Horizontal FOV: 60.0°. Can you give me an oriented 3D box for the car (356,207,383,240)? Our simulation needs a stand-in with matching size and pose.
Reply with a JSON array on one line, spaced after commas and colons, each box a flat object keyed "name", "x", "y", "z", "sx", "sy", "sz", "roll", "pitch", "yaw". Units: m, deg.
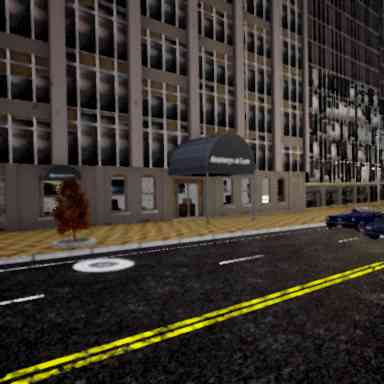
[{"name": "car", "x": 10.258, "y": 1.507, "z": 15.855, "sx": 5.357, "sy": 1.411, "sz": 2.033, "roll": 0, "pitch": 0, "yaw": -38}]

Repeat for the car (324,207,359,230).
[{"name": "car", "x": 9.852, "y": 1.563, "z": 19.659, "sx": 4.718, "sy": 1.301, "sz": 1.895, "roll": 0, "pitch": 0, "yaw": -38}]
